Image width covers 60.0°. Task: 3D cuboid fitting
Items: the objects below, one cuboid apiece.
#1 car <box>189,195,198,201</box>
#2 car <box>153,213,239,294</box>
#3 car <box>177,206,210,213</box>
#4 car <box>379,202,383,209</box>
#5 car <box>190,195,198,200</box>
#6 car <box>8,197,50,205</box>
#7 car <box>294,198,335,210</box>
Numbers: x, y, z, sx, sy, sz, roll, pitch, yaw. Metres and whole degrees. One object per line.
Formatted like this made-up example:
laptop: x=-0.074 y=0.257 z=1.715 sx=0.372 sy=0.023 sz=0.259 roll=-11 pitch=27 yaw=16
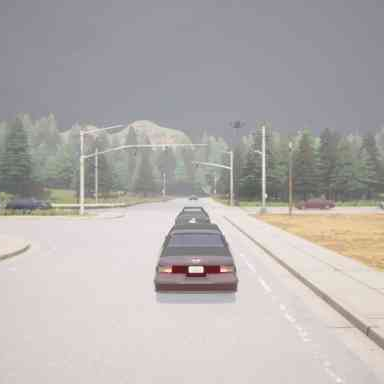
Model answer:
car: x=0.275 y=1.479 z=81.817 sx=1.895 sy=1.301 sz=4.718 roll=0 pitch=0 yaw=2
car: x=0.085 y=1.538 z=8.927 sx=2.033 sy=1.411 sz=5.357 roll=0 pitch=0 yaw=0
car: x=0.069 y=1.535 z=19.534 sx=1.994 sy=1.385 sz=4.181 roll=0 pitch=0 yaw=1
car: x=25.049 y=1.415 z=39.964 sx=4.674 sy=1.442 sz=1.812 roll=0 pitch=0 yaw=1
car: x=0.643 y=1.421 z=91.797 sx=1.994 sy=1.385 sz=4.181 roll=0 pitch=0 yaw=2
car: x=-18.034 y=1.388 z=37.099 sx=4.553 sy=1.767 sz=2.097 roll=0 pitch=0 yaw=1
car: x=14.770 y=1.449 z=40.161 sx=4.674 sy=1.442 sz=1.812 roll=0 pitch=0 yaw=1
